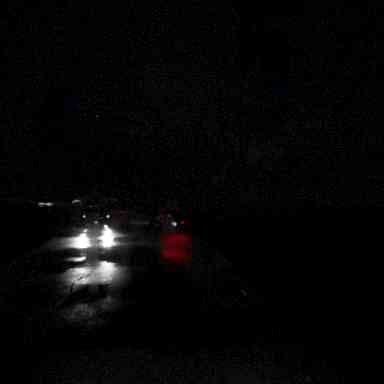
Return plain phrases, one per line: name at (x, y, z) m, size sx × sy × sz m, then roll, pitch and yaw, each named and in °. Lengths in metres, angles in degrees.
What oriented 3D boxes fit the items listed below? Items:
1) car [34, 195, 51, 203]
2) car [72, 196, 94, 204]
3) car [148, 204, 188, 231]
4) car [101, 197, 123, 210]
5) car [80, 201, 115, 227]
car at (-26.561, 1.228, 59.087) m, size 1.895 × 1.301 × 4.718 m, roll 1°, pitch 0°, yaw -38°
car at (-17.178, 1.323, 52.423) m, size 2.033 × 1.411 × 5.357 m, roll 1°, pitch 0°, yaw -39°
car at (-1.507, 1.490, 20.426) m, size 1.837 × 1.490 × 4.892 m, roll 0°, pitch 0°, yaw -14°
car at (-9.890, 1.369, 40.377) m, size 1.882 × 1.535 × 5.008 m, roll 1°, pitch 0°, yaw -29°
car at (-6.503, 1.561, 22.634) m, size 1.895 × 1.301 × 4.718 m, roll 0°, pitch 0°, yaw -16°
